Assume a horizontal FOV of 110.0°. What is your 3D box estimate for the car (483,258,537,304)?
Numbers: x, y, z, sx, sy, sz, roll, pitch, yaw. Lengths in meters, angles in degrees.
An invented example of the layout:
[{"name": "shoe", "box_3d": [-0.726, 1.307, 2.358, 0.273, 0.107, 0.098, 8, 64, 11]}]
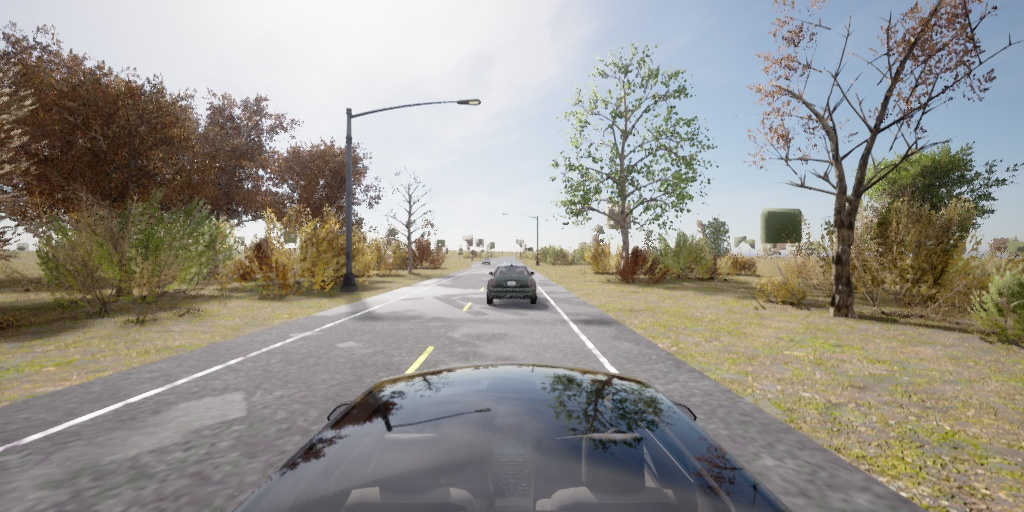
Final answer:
[{"name": "car", "box_3d": [-0.016, 1.114, 16.475, 2.097, 1.767, 4.553, 0, 0, 0]}]
